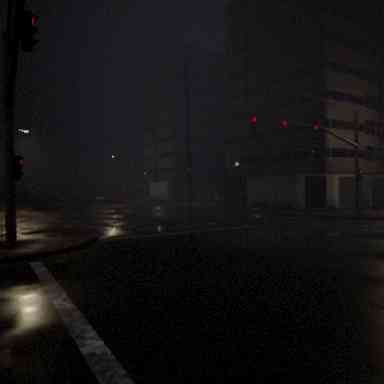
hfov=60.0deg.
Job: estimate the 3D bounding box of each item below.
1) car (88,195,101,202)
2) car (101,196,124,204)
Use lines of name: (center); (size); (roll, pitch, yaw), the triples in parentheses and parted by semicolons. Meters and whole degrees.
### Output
car: (-18.098, 1.192, 62.898); (2.033, 1.411, 5.357); (-1, 1, -32)
car: (-12.822, 1.257, 54.473); (1.895, 1.301, 4.718); (-1, 1, -31)
